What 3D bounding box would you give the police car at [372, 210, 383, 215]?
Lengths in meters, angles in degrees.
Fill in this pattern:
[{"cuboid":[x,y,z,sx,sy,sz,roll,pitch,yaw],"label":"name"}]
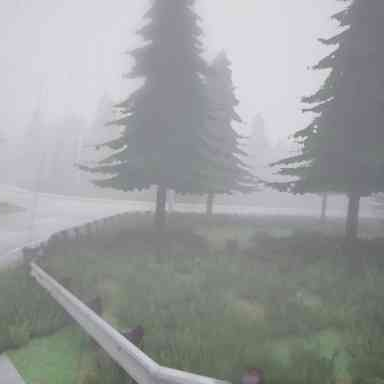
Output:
[{"cuboid":[28.287,2.733,47.983,5.238,1.638,1.930,3,3,-22],"label":"police car"}]
